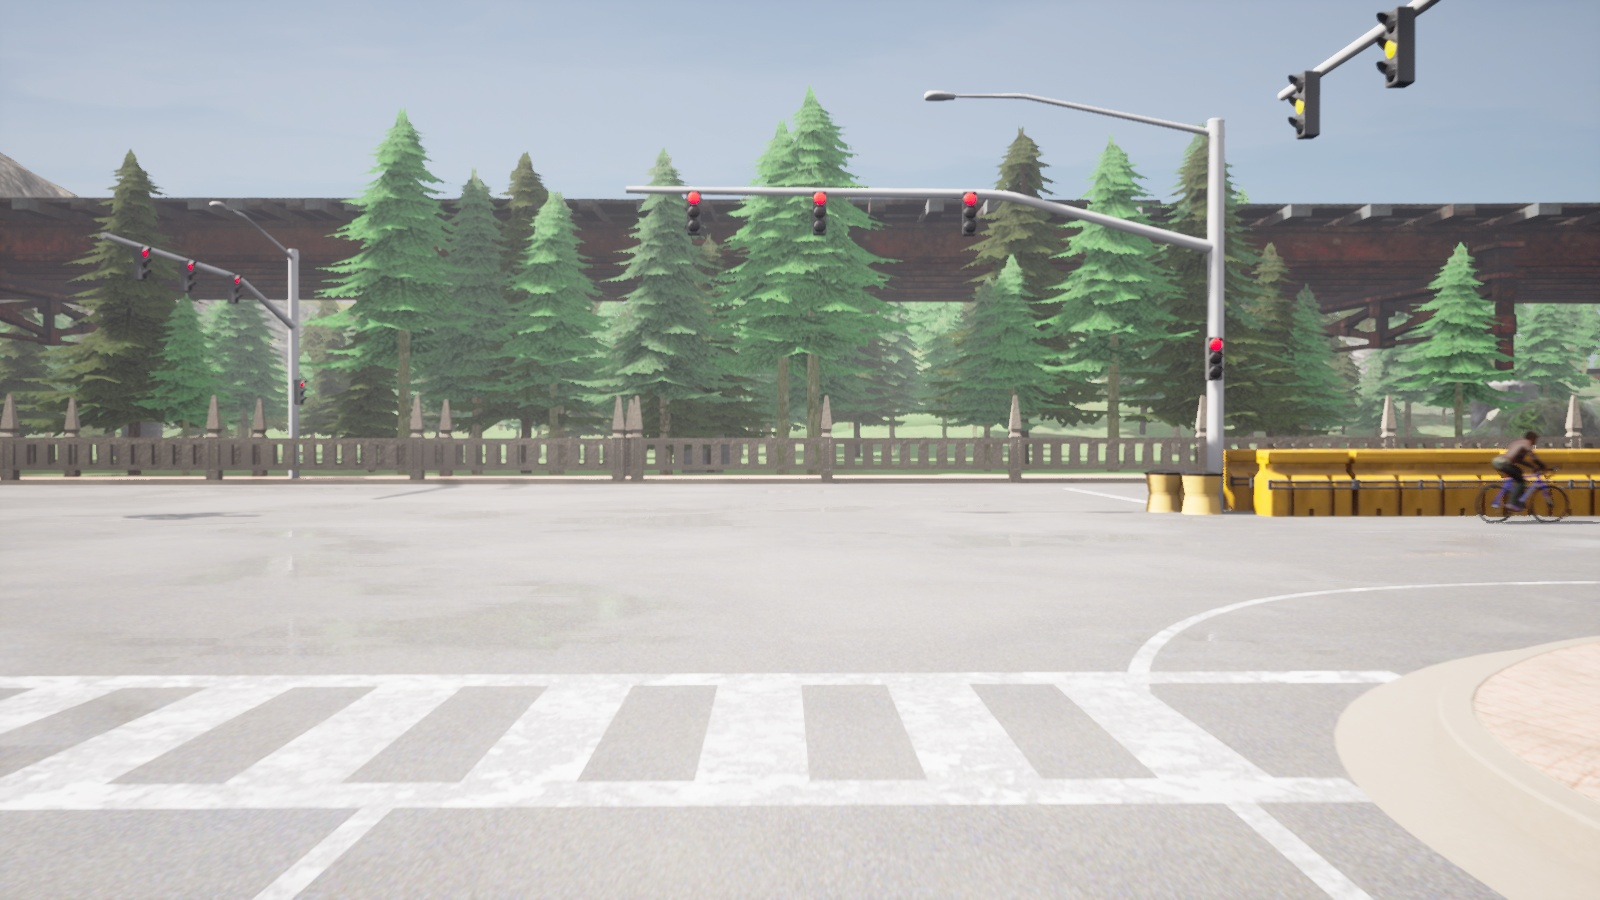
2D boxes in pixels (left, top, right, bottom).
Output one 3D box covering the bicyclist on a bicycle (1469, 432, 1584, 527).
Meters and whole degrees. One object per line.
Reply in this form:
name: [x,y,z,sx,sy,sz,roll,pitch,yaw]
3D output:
bicyclist on a bicycle: [12.581,0.504,21.765,1.656,1.620,0.582,0,1,-1]
